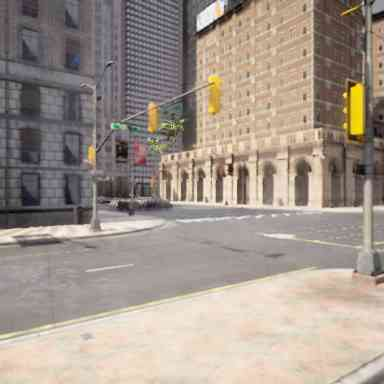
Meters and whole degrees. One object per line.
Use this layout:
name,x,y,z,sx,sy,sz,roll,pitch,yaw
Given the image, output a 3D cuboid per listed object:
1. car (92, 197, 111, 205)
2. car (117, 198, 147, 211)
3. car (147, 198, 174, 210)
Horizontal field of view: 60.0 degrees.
car,-16.281,1.524,59.738,2.033,1.411,5.357,0,0,-35
car,-7.878,1.507,41.677,1.812,1.442,4.674,0,0,-35
car,-4.492,1.524,42.950,2.033,1.411,5.357,0,0,-36
